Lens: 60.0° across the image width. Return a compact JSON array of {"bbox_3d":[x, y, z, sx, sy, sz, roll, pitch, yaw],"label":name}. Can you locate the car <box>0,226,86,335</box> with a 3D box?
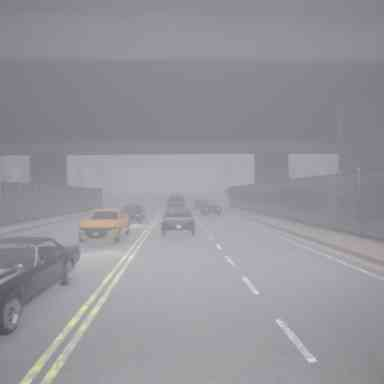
[{"bbox_3d":[-3.886,1.680,6.912,1.895,1.301,4.718,-1,0,-3],"label":"car"}]

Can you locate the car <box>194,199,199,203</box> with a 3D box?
[{"bbox_3d":[1.295,1.683,46.593,1.882,1.535,5.008,-1,0,-3],"label":"car"}]

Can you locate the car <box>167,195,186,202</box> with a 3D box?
[{"bbox_3d":[-1.948,1.439,41.146,2.150,2.045,5.566,-1,0,-3],"label":"car"}]

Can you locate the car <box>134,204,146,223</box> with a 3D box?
[{"bbox_3d":[-4.929,1.736,27.780,2.033,1.411,5.357,-1,0,-3],"label":"car"}]

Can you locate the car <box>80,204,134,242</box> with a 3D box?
[{"bbox_3d":[-4.412,1.611,17.307,1.882,1.535,5.008,-1,0,-3],"label":"car"}]

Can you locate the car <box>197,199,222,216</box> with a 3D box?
[{"bbox_3d":[1.897,1.745,34.925,1.895,1.301,4.718,-1,0,-3],"label":"car"}]

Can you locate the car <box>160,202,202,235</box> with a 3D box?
[{"bbox_3d":[-0.830,1.595,19.639,2.128,1.511,4.902,-1,0,-3],"label":"car"}]
